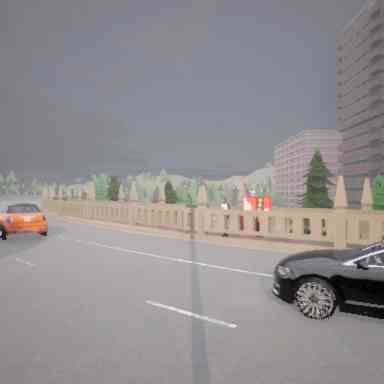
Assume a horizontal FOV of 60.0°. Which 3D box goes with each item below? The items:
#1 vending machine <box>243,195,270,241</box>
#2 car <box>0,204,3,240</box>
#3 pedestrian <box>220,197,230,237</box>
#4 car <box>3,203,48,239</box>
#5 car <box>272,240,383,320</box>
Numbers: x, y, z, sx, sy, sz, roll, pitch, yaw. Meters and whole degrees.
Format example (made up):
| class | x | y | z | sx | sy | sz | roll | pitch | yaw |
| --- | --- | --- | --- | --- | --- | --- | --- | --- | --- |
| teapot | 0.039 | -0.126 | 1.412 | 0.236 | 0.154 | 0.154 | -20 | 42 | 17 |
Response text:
| class | x | y | z | sx | sy | sz | roll | pitch | yaw |
| --- | --- | --- | --- | --- | --- | --- | --- | --- | --- |
| vending machine | 3.112 | 1.195 | 16.008 | 0.880 | 2.100 | 1.100 | 0 | 0 | 41 |
| car | -8.937 | 1.221 | 11.933 | 5.566 | 2.045 | 2.150 | 0 | 0 | 45 |
| pedestrian | 1.552 | 1.141 | 15.489 | 0.375 | 1.860 | 0.375 | 0 | 0 | 41 |
| car | -9.337 | 1.351 | 17.491 | 2.097 | 1.767 | 4.553 | 0 | 0 | -43 |
| car | 3.863 | 1.492 | 5.668 | 4.902 | 1.511 | 2.128 | 0 | 0 | 36 |
